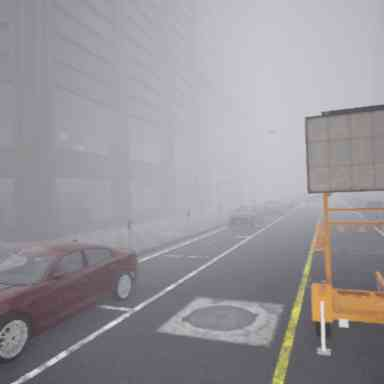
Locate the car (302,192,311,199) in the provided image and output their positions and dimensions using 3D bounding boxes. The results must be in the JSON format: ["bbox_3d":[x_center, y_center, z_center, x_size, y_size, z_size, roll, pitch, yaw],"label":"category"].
[{"bbox_3d":[29.094,0.827,84.455,1.967,1.590,4.097,-2,0,22],"label":"car"}]

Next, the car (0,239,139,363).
[{"bbox_3d":[-2.733,1.696,6.327,1.887,1.381,4.507,-2,0,22],"label":"car"}]

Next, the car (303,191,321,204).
[{"bbox_3d":[19.636,0.809,53.716,2.150,2.045,5.566,-2,0,22],"label":"car"}]

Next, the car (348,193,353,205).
[{"bbox_3d":[20.013,1.034,39.574,1.887,1.381,4.507,-2,0,22],"label":"car"}]

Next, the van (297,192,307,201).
[{"bbox_3d":[22.726,0.893,68.830,1.690,1.788,3.998,-2,0,22],"label":"van"}]

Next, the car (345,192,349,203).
[{"bbox_3d":[22.135,0.983,44.783,1.887,1.381,4.507,-2,0,22],"label":"car"}]

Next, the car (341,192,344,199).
[{"bbox_3d":[26.380,0.899,55.202,1.947,1.339,4.313,-2,0,22],"label":"car"}]

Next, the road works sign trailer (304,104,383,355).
[{"bbox_3d":[3.191,0.380,5.482,2.380,3.560,2.880,-2,0,22],"label":"road works sign trailer"}]

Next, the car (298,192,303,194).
[{"bbox_3d":[20.607,1.046,63.621,1.967,1.590,4.097,-2,0,22],"label":"car"}]

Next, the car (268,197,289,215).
[{"bbox_3d":[7.878,1.466,32.369,2.008,1.369,4.403,-2,0,22],"label":"car"}]

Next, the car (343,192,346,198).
[{"bbox_3d":[24.257,0.930,49.992,1.887,1.381,4.507,-2,0,22],"label":"car"}]

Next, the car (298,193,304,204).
[{"bbox_3d":[16.367,1.295,53.204,1.802,1.307,4.206,-2,0,22],"label":"car"}]

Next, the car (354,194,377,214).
[{"bbox_3d":[15.769,1.139,29.157,2.008,1.369,4.403,-2,0,22],"label":"car"}]

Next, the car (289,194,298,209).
[{"bbox_3d":[12.057,1.343,42.629,1.752,1.417,4.829,-2,0,22],"label":"car"}]

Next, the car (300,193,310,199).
[{"bbox_3d":[26.976,1.008,79.247,1.947,1.339,4.313,-2,0,22],"label":"car"}]

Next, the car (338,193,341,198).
[{"bbox_3d":[32.745,0.715,70.828,1.887,1.381,4.507,-2,0,22],"label":"car"}]

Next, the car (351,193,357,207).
[{"bbox_3d":[17.891,1.084,34.366,1.887,1.381,4.507,-2,0,22],"label":"car"}]

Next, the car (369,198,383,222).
[{"bbox_3d":[11.524,1.236,18.740,2.008,1.369,4.403,-2,0,22],"label":"car"}]

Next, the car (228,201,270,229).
[{"bbox_3d":[3.634,1.556,21.952,1.887,1.381,4.507,-2,0,22],"label":"car"}]
